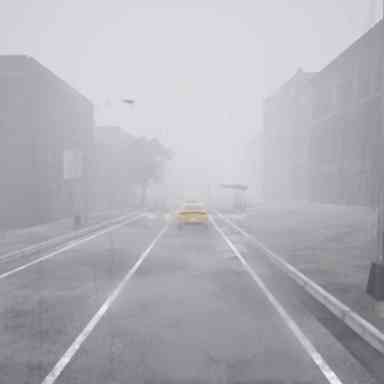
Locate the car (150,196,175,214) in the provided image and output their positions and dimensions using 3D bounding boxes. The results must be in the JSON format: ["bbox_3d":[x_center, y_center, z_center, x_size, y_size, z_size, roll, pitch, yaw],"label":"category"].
[{"bbox_3d":[-3.343,1.398,36.229,2.097,1.767,4.553,0,0,0],"label":"car"}]

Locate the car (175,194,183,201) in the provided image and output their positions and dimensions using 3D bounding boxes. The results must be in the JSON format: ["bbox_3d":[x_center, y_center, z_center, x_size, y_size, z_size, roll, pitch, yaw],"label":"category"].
[{"bbox_3d":[-3.014,1.229,77.244,2.033,1.411,5.357,0,1,0],"label":"car"}]

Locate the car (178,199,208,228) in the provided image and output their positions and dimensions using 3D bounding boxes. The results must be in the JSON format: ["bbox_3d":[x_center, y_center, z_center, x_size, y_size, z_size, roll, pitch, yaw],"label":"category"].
[{"bbox_3d":[0.065,1.492,22.404,1.882,1.535,5.008,0,0,0],"label":"car"}]
